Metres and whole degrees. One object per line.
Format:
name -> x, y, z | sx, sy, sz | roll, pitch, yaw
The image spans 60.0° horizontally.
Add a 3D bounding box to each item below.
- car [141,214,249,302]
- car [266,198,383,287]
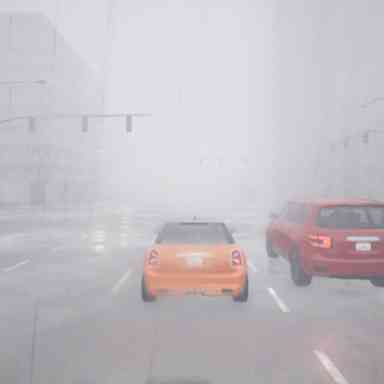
car -> 0.075, 1.311, 8.328 | 2.097, 1.767, 4.553 | 0, 0, 1
car -> 3.554, 1.175, 9.347 | 2.150, 2.045, 5.566 | 0, 0, 3
